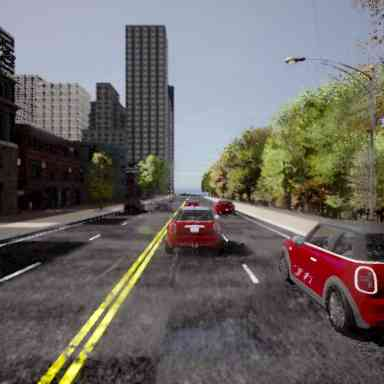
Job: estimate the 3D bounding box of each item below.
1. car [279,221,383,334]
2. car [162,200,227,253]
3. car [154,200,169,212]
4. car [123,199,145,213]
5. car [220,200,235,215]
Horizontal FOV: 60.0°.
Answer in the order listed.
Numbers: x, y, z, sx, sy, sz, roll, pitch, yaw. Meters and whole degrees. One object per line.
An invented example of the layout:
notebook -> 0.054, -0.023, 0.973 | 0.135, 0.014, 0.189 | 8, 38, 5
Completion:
car -> 3.347, 1.369, 6.959 | 2.097, 1.767, 4.553 | 0, 0, 0
car -> 0.093, 1.385, 14.012 | 2.097, 1.767, 4.553 | 0, 0, 0
car -> -3.337, 1.654, 39.407 | 1.994, 1.385, 4.181 | 0, 0, 0
car -> -6.591, 1.564, 38.321 | 1.882, 1.535, 5.008 | 0, 0, 0
car -> 3.336, 1.558, 34.550 | 1.882, 1.535, 5.008 | 0, 0, 0
